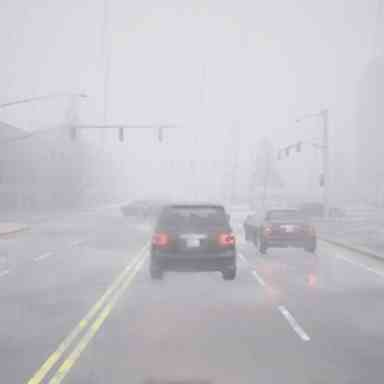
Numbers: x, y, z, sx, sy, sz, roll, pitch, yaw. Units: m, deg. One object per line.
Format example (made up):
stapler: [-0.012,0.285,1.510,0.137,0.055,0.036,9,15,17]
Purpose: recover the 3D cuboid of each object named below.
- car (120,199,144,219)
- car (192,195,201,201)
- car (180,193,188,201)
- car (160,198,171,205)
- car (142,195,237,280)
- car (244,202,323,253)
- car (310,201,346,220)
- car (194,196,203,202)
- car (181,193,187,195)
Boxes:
car: [-4.689,1.426,30.235,2.097,1.767,4.553,0,0,-43]
car: [1.248,1.665,91.697,2.128,1.511,4.902,0,0,-2]
car: [-2.252,1.365,91.637,2.150,2.045,5.566,0,0,-2]
car: [-5.028,1.757,63.525,1.895,1.301,4.718,0,0,-1]
car: [0.033,1.247,10.178,2.150,2.045,5.566,0,0,0]
car: [3.513,1.388,14.088,2.097,1.767,4.553,0,0,0]
car: [10.506,1.575,28.088,4.892,1.490,1.837,0,-3,-9]
car: [1.511,1.747,81.722,1.994,1.385,4.181,0,0,-2]
car: [-1.982,1.696,81.408,1.837,1.490,4.892,0,0,-2]
